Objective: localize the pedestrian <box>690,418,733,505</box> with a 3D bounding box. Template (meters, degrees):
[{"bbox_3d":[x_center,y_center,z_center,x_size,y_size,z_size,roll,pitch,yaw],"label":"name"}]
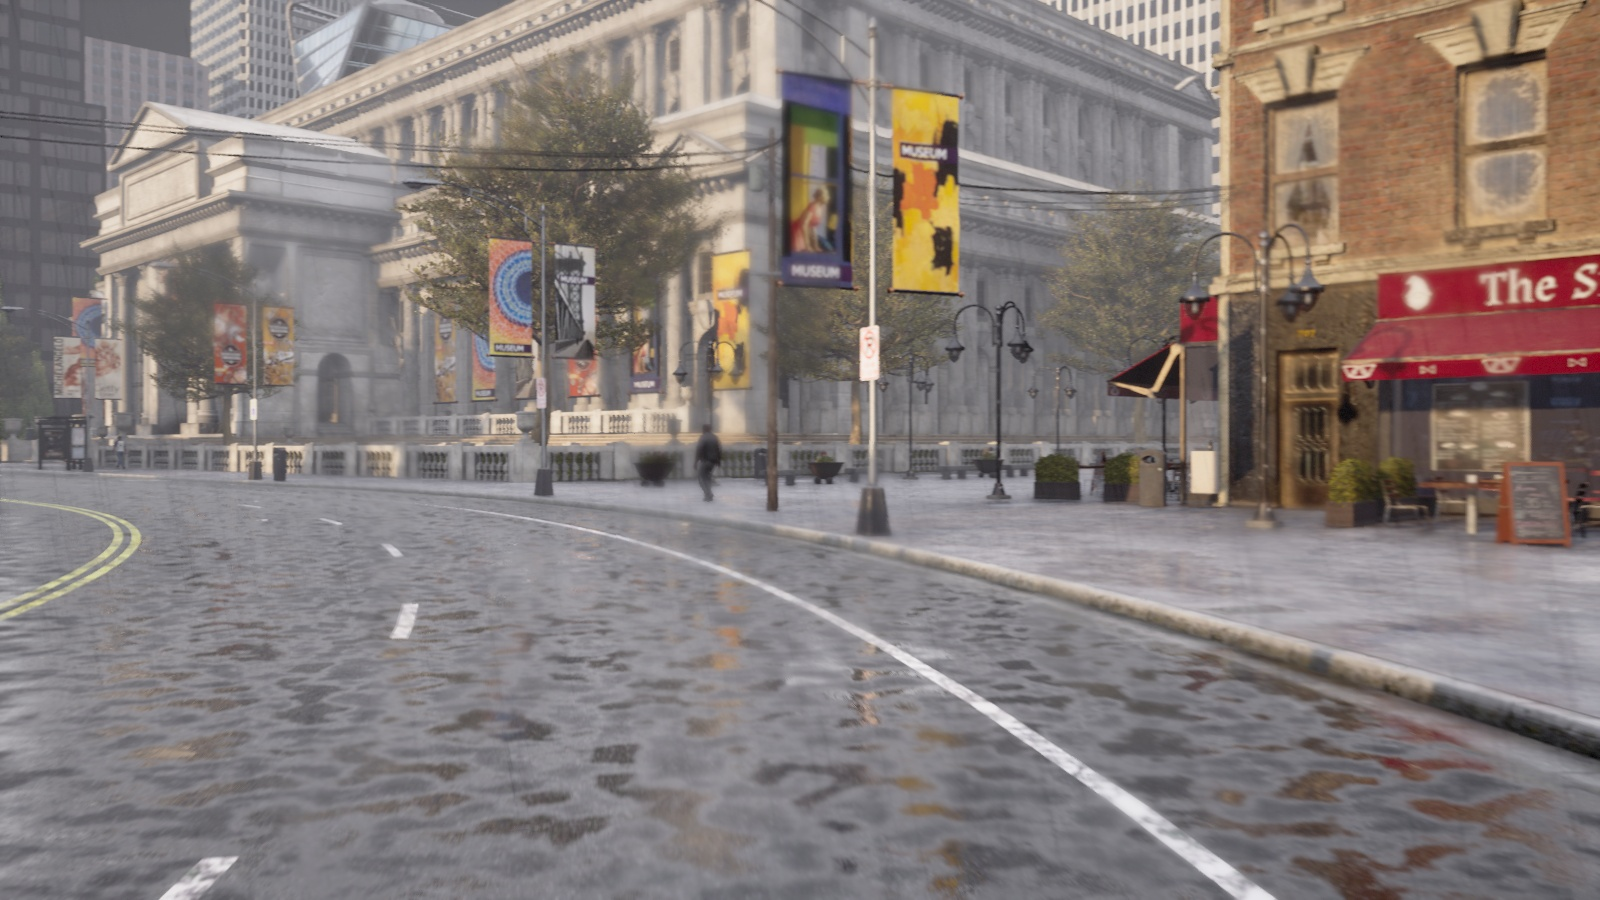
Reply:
[{"bbox_3d":[-1.970,0.247,27.818,0.563,1.883,0.849,0,0,-38],"label":"pedestrian"}]

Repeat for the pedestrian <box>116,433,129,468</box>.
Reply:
[{"bbox_3d":[-36.571,0.027,67.775,0.706,1.836,0.354,0,0,36],"label":"pedestrian"}]
